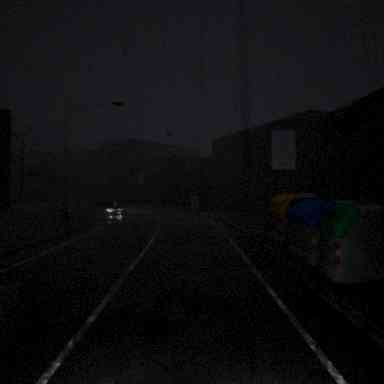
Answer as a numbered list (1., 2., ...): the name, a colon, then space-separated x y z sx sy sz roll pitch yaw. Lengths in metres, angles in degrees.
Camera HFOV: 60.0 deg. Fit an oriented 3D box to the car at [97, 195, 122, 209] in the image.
1. car: -10.050 1.180 40.326 2.128 1.511 4.902 1 0 -32
